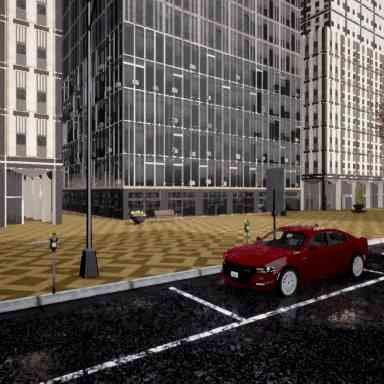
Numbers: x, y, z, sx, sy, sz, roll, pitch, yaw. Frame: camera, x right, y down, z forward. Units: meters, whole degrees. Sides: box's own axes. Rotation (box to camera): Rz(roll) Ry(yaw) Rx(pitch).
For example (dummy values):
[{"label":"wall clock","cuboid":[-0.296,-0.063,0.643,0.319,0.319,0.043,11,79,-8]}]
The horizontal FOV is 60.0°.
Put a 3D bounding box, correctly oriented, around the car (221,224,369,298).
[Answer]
[{"label":"car","cuboid":[2.751,1.545,8.528,4.507,1.381,1.887,0,0,-36]}]
